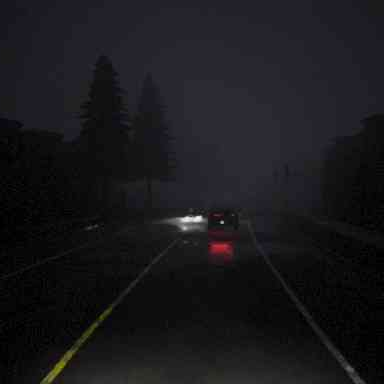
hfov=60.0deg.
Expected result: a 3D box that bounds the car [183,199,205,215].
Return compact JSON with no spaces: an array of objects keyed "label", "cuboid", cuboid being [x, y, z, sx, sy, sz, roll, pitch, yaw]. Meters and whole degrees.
[{"label":"car","cuboid":[0.361,1.500,33.853,2.128,1.511,4.902,0,0,10]}]

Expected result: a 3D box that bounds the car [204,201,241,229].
[{"label":"car","cuboid":[2.121,1.515,21.865,1.837,1.490,4.892,0,0,8]}]
